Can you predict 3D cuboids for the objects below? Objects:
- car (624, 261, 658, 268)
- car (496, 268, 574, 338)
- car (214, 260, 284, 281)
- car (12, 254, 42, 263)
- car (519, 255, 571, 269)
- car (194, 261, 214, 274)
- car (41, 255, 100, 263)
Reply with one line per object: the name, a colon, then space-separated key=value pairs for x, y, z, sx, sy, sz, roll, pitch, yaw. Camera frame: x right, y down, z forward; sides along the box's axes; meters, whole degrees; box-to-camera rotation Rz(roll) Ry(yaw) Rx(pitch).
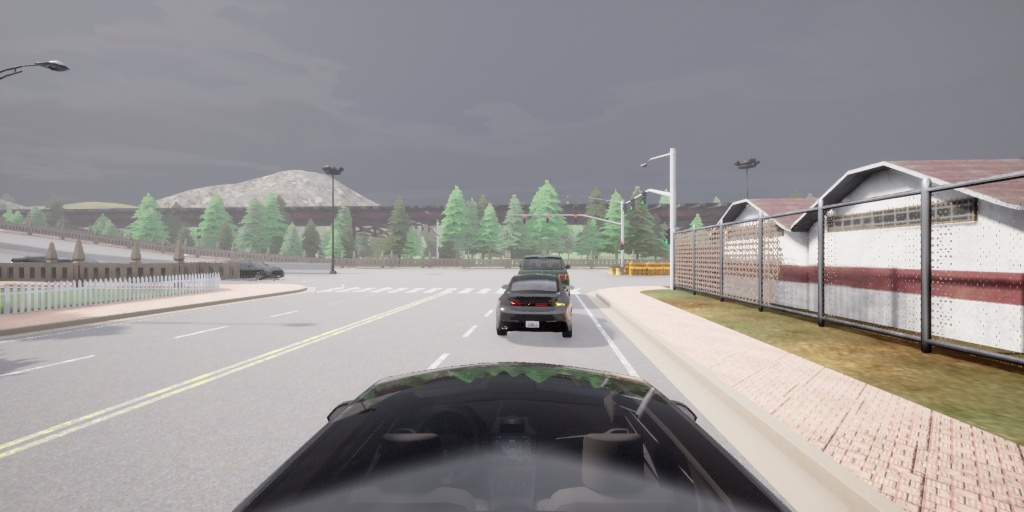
car: x=15.786 y=1.351 z=41.499 sx=4.718 sy=1.301 sz=1.895 roll=0 pitch=0 yaw=4
car: x=0.706 y=1.255 z=10.289 sx=1.837 sy=1.490 sz=4.892 roll=0 pitch=0 yaw=6
car: x=-21.575 y=1.100 z=29.867 sx=4.553 sy=1.767 sz=2.097 roll=0 pitch=0 yaw=4
car: x=-45.556 y=0.560 z=35.105 sx=4.718 sy=1.301 sz=1.895 roll=5 pitch=0 yaw=4
car: x=1.467 y=0.971 z=16.300 sx=2.150 sy=2.045 sz=5.566 roll=0 pitch=0 yaw=7
car: x=-28.296 y=1.239 z=33.848 sx=4.892 sy=1.490 sz=1.837 roll=0 pitch=0 yaw=4
car: x=-37.023 y=1.014 z=30.959 sx=4.892 sy=1.490 sz=1.837 roll=3 pitch=0 yaw=4
